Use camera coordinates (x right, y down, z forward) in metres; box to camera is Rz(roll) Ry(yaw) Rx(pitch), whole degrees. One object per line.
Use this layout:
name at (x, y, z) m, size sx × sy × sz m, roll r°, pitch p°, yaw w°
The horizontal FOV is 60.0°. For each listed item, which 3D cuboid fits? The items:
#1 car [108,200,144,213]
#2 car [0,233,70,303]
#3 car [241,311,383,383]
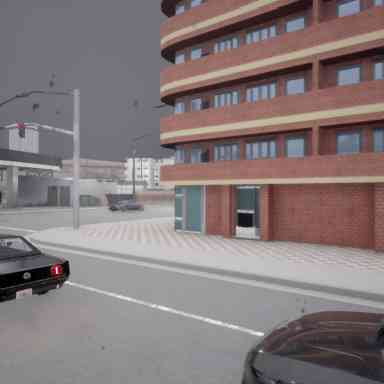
car at (-7.416, 1.587, 37.720) m, size 1.994 × 1.385 × 4.181 m, roll 0°, pitch 0°, yaw 35°
car at (-4.913, 1.599, 7.483) m, size 4.718 × 1.301 × 1.895 m, roll 0°, pitch 0°, yaw 36°
car at (2.668, 1.514, 2.092) m, size 4.892 × 1.490 × 1.837 m, roll 0°, pitch 0°, yaw 35°
